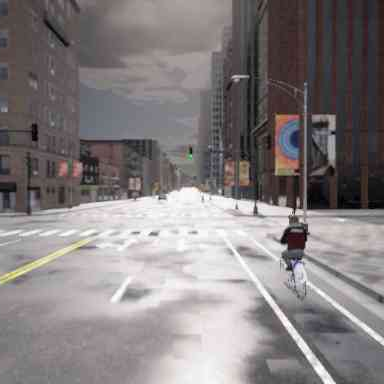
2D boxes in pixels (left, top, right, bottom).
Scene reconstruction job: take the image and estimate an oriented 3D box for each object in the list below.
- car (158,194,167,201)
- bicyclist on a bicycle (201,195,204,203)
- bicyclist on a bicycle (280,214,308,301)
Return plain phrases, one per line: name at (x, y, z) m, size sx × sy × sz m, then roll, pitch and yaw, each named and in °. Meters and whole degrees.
car at (-6.511, 1.214, 74.126) m, size 1.837 × 1.490 × 4.892 m, roll 0°, pitch 0°, yaw 0°
bicyclist on a bicycle at (2.296, 1.534, 72.118) m, size 0.866 × 1.612 × 1.509 m, roll 0°, pitch 0°, yaw -1°
bicyclist on a bicycle at (2.248, 1.377, 7.493) m, size 0.659 × 1.776 × 1.843 m, roll 0°, pitch 0°, yaw 0°
